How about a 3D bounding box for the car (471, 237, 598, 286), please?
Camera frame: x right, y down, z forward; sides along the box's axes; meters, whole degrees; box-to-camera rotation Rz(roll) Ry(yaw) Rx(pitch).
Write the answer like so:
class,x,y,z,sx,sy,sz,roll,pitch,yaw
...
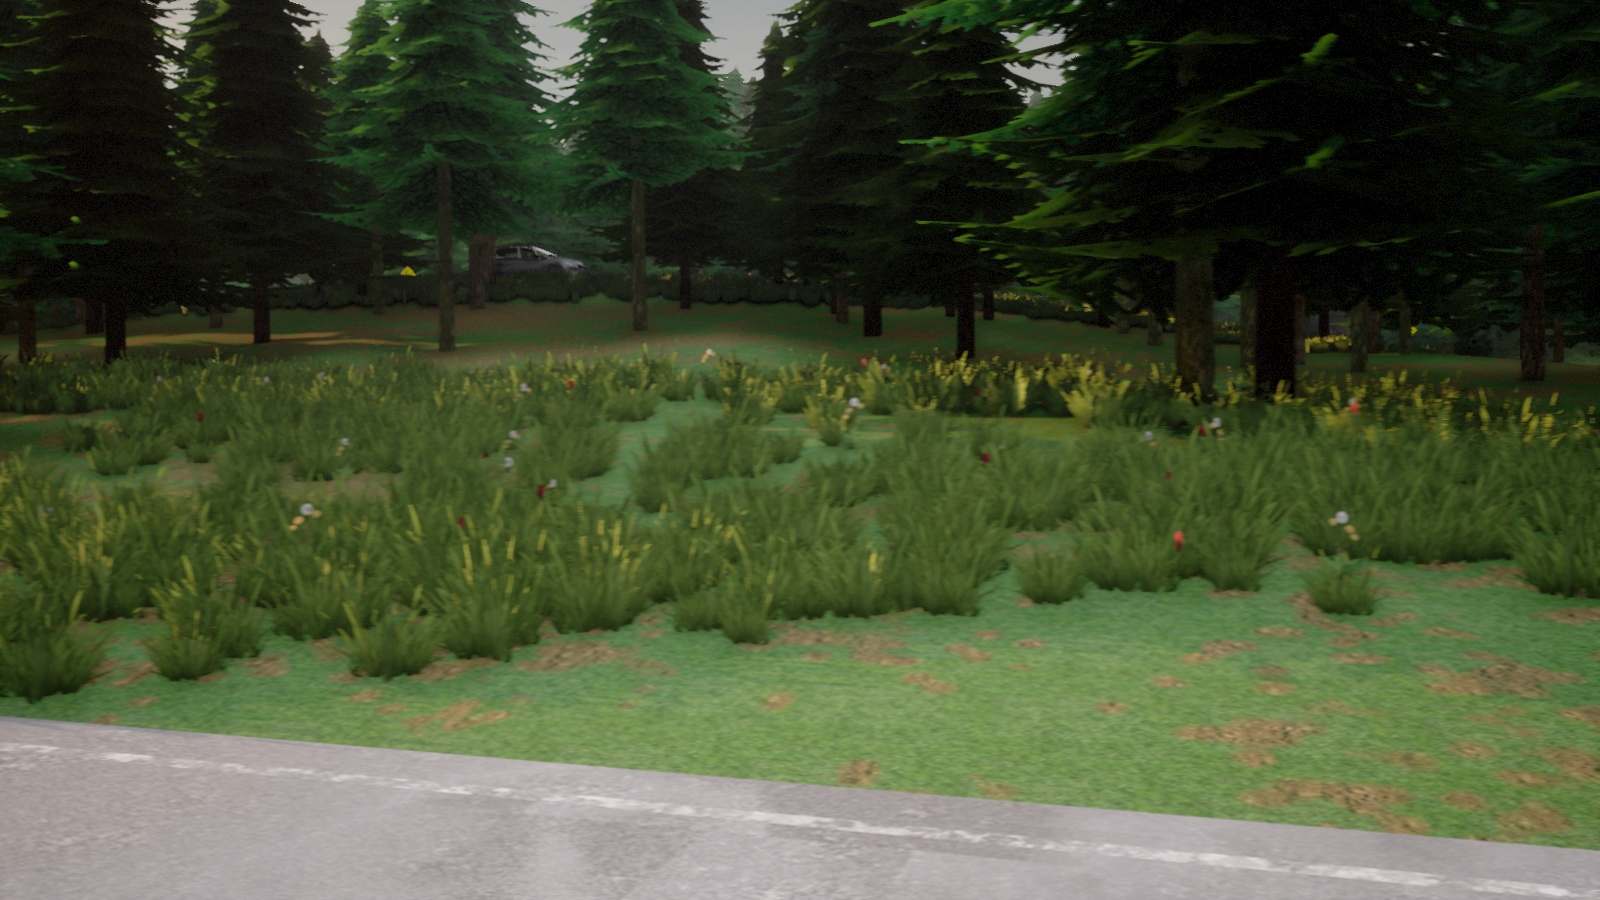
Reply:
class,x,y,z,sx,sy,sz,roll,pitch,yaw
car,-10.897,-7.725,51.636,4.611,1.667,2.242,1,2,15
